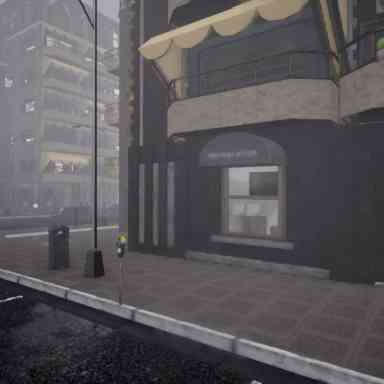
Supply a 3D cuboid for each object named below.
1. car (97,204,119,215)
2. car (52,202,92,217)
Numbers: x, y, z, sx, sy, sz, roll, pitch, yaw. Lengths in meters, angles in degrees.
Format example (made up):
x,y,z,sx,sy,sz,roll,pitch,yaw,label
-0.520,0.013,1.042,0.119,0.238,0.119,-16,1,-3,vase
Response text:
x,y,z,sx,sy,sz,roll,pitch,yaw,label
-9.459,2.064,39.919,1.802,1.307,4.206,-1,-1,35,car
-12.743,1.821,35.295,1.967,1.590,4.097,-1,-1,35,car
